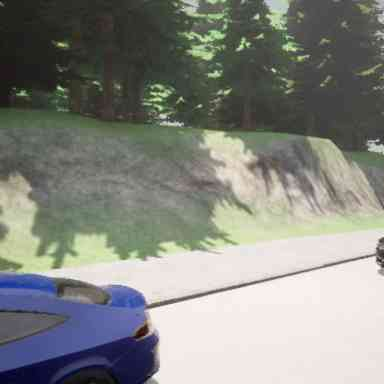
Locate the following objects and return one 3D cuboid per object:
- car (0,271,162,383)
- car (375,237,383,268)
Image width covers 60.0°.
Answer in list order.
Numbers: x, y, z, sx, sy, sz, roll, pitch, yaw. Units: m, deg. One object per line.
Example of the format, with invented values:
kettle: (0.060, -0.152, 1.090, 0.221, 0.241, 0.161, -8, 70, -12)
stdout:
car: (-2.490, 1.527, 2.817, 4.674, 1.442, 1.812, 0, 0, -35)
car: (7.265, 1.453, 9.762, 4.902, 1.511, 2.128, 0, 0, -35)
